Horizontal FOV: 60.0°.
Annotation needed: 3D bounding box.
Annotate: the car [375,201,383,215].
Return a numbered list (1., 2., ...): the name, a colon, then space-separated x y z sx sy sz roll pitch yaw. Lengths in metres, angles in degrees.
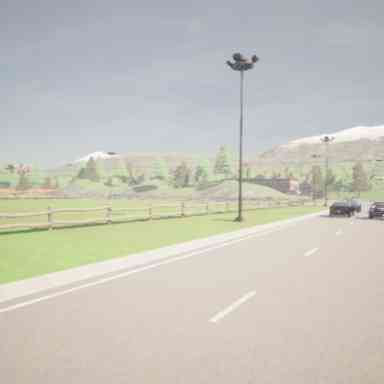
1. car: 22.875 1.836 39.441 1.812 1.442 4.674 1 0 31

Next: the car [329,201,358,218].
1. car: 14.965 1.680 33.100 1.882 1.535 5.008 1 0 31

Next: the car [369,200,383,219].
1. car: 17.681 1.591 30.832 2.097 1.767 4.553 1 0 31

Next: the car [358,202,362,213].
1. car: 19.836 1.794 41.163 1.812 1.442 4.674 1 0 31
